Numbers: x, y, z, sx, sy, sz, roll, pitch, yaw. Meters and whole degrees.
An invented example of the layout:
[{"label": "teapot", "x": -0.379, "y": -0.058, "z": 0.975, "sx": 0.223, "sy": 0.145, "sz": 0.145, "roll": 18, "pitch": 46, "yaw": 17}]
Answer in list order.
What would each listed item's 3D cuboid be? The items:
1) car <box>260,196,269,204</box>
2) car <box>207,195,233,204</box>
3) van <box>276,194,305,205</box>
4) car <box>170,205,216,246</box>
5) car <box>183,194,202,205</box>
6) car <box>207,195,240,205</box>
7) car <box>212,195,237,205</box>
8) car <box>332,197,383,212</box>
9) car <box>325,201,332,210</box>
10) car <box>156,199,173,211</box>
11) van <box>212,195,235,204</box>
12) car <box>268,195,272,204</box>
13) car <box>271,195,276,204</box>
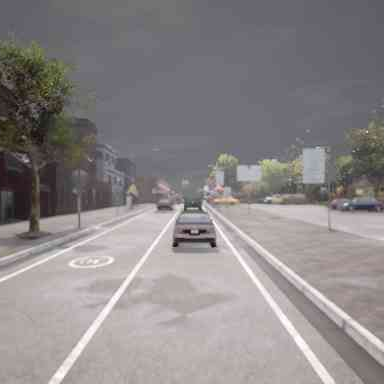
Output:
[{"label": "car", "x": 18.424, "y": 1.626, "z": 72.417, "sx": 5.566, "sy": 2.045, "sz": 2.435, "roll": 0, "pitch": -2, "yaw": -1}, {"label": "car", "x": 6.193, "y": 1.666, "z": 73.939, "sx": 5.566, "sy": 2.045, "sz": 2.435, "roll": 0, "pitch": -2, "yaw": -1}, {"label": "van", "x": 18.426, "y": 1.412, "z": 61.244, "sx": 4.442, "sy": 1.987, "sz": 1.878, "roll": 0, "pitch": -1, "yaw": 0}, {"label": "car", "x": 0.098, "y": 1.562, "z": 15.223, "sx": 2.033, "sy": 1.411, "sz": 5.357, "roll": 0, "pitch": 0, "yaw": 0}, {"label": "car", "x": 0.092, "y": 1.230, "z": 41.309, "sx": 2.150, "sy": 2.045, "sz": 5.566, "roll": 0, "pitch": 1, "yaw": 0}, {"label": "car", "x": 6.085, "y": 1.641, "z": 61.788, "sx": 5.366, "sy": 1.575, "sz": 1.946, "roll": 0, "pitch": -1, "yaw": 0}, {"label": "car", "x": 6.278, "y": 1.571, "z": 64.710, "sx": 4.553, "sy": 1.767, "sz": 2.185, "roll": 0, "pitch": -1, "yaw": 0}, {"label": "car", "x": 18.753, "y": 1.352, "z": 37.278, "sx": 4.553, "sy": 1.767, "sz": 2.185, "roll": 0, "pitch": 0, "yaw": 0}, {"label": "car", "x": 18.682, "y": 1.522, "z": 40.448, "sx": 4.674, "sy": 1.452, "sz": 2.002, "roll": 0, "pitch": 0, "yaw": 0}, {"label": "car", "x": -3.346, "y": 1.581, "z": 41.960, "sx": 2.033, "sy": 1.411, "sz": 5.357, "roll": 0, "pitch": 0, "yaw": 0}, {"label": "van", "x": 6.338, "y": 1.537, "z": 67.749, "sx": 4.442, "sy": 1.987, "sz": 1.878, "roll": 0, "pitch": -1, "yaw": 0}, {"label": "car", "x": 18.684, "y": 1.738, "z": 66.697, "sx": 5.366, "sy": 1.575, "sz": 1.946, "roll": 0, "pitch": -1, "yaw": 0}, {"label": "car", "x": 18.705, "y": 1.684, "z": 64.036, "sx": 5.366, "sy": 1.575, "sz": 1.946, "roll": 0, "pitch": -1, "yaw": 0}]
